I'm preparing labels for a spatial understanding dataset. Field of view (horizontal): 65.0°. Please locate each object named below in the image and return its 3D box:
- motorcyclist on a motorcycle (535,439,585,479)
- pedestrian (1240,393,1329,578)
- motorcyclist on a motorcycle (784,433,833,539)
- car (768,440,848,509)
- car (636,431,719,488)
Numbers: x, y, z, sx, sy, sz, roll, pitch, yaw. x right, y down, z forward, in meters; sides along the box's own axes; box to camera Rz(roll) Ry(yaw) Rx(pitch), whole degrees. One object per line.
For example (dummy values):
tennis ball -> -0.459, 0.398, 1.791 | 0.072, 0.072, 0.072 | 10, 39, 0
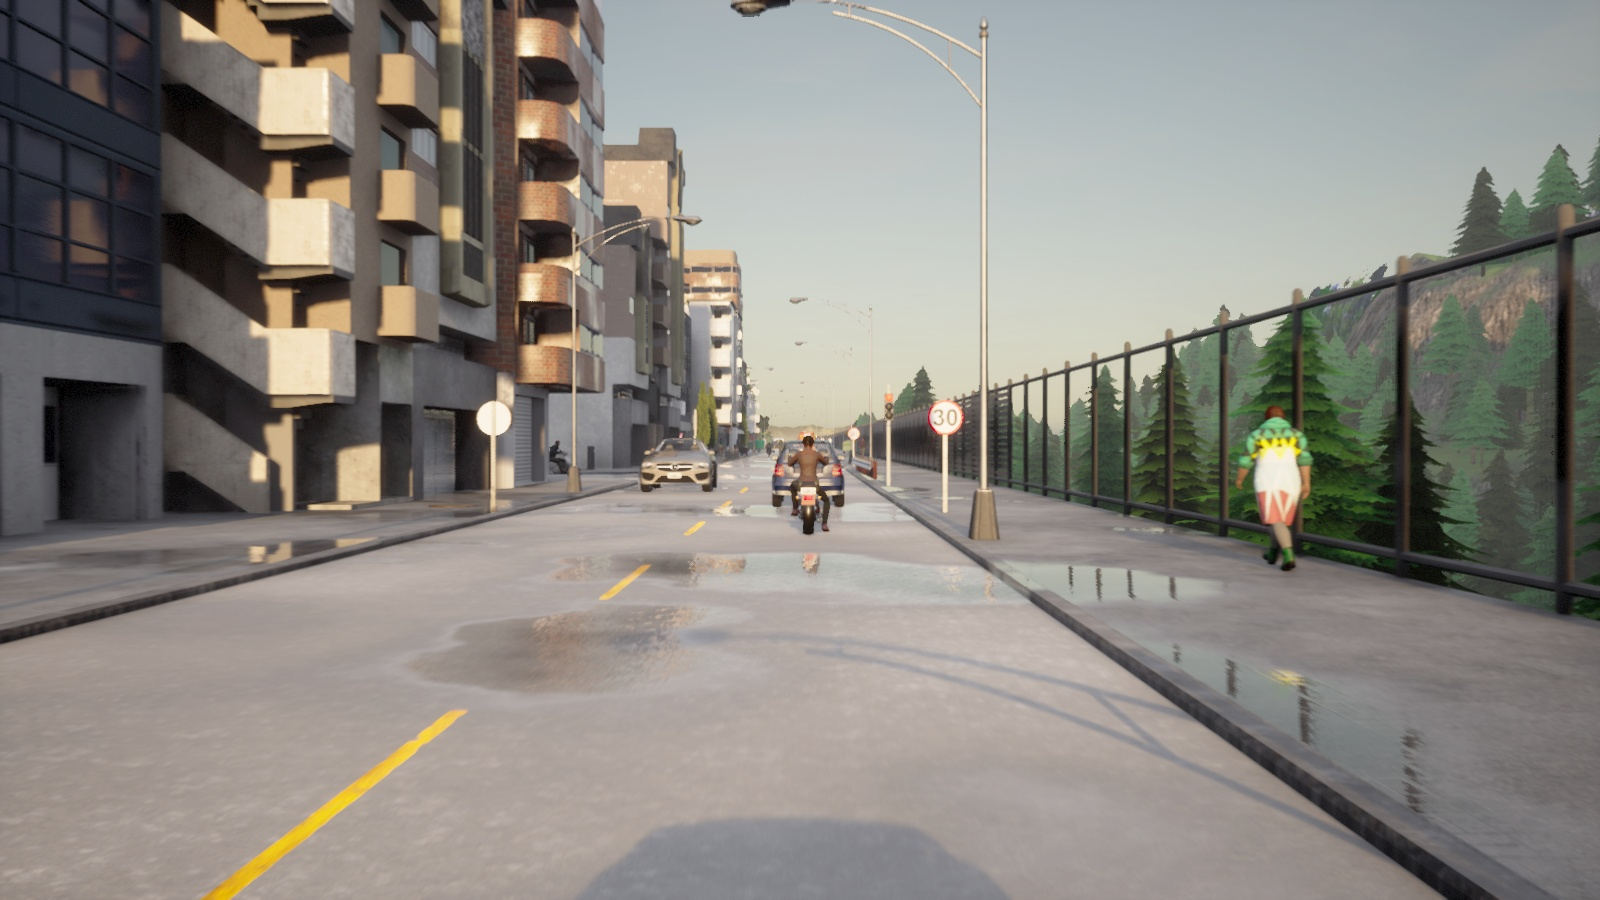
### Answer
motorcyclist on a motorcycle -> -9.909, 0.354, 51.775 | 1.817, 1.590, 0.866 | 0, 2, 17
pedestrian -> 5.266, 0.371, 13.692 | 0.659, 1.952, 0.873 | 0, 0, 3
motorcyclist on a motorcycle -> 0.138, 0.561, 20.811 | 0.766, 1.649, 2.350 | 0, 0, 0
car -> 0.191, 0.530, 29.831 | 1.789, 1.549, 3.705 | 0, 0, 0
car -> -3.726, 0.267, 39.050 | 2.152, 1.651, 5.027 | 0, 0, -1
